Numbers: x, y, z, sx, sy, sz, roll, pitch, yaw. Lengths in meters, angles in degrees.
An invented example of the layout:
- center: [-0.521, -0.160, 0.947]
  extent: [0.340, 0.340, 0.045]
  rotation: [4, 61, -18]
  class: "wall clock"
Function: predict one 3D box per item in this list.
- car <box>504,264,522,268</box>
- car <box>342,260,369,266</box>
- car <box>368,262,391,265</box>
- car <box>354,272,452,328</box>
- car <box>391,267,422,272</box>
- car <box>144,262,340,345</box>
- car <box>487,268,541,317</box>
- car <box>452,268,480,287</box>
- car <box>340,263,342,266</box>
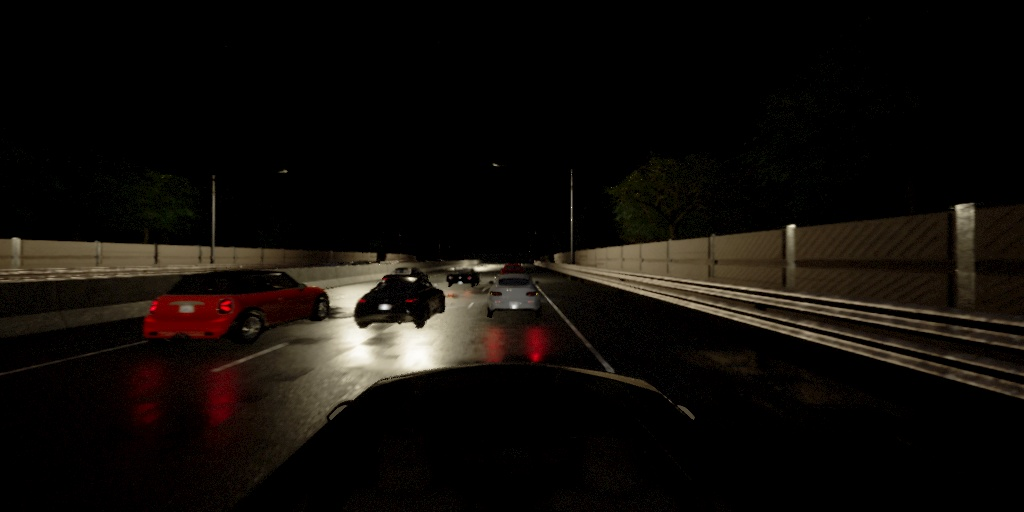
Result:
- center: [0.085, 1.398, 29.049]
  extent: [1.882, 1.535, 5.008]
  rotation: [0, 0, 0]
  class: "car"
- center: [-21.058, 1.397, 49.518]
  extent: [2.097, 1.767, 4.553]
  rotation: [0, 0, 0]
  class: "car"
- center: [-17.564, 1.569, 49.321]
  extent: [1.812, 1.442, 4.674]
  rotation: [0, 0, 0]
  class: "car"
- center: [-3.432, 1.376, 11.712]
  extent: [1.994, 1.385, 4.181]
  rotation: [0, -1, 0]
  class: "car"
- center: [-6.949, 1.437, 23.846]
  extent: [2.033, 1.411, 5.357]
  rotation: [0, 0, 1]
  class: "car"
- center: [-6.943, 1.156, 9.806]
  extent: [2.097, 1.767, 4.553]
  rotation: [0, 0, 1]
  class: "car"
- center: [0.079, 1.351, 13.499]
  extent: [1.812, 1.442, 4.674]
  rotation: [0, 0, 0]
  class: "car"
- center: [-3.432, 1.504, 26.121]
  extent: [1.895, 1.301, 4.718]
  rotation: [0, 0, 0]
  class: "car"
- center: [-24.555, 1.589, 49.070]
  extent: [2.033, 1.411, 5.357]
  rotation: [0, 0, 1]
  class: "car"
